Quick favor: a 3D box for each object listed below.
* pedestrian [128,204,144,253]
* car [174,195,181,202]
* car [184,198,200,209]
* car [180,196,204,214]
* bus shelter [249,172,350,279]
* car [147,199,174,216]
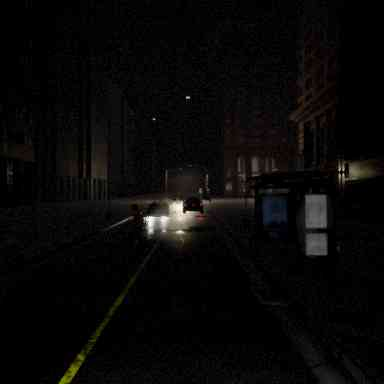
[{"bbox_3d":[-2.064,1.293,12.186,0.375,1.860,0.375,1,-1,-10],"label":"pedestrian"},{"bbox_3d":[-3.062,1.389,72.953,1.812,1.442,4.674,0,0,0],"label":"car"},{"bbox_3d":[0.030,1.536,45.601,1.994,1.385,4.181,0,0,0],"label":"car"},{"bbox_3d":[0.068,1.336,35.757,2.097,1.767,4.553,0,0,-2],"label":"car"},{"bbox_3d":[3.115,0.876,10.548,1.920,2.740,3.880,0,0,0],"label":"bus shelter"},{"bbox_3d":[-3.127,1.551,31.811,1.994,1.385,4.181,0,0,0],"label":"car"}]
